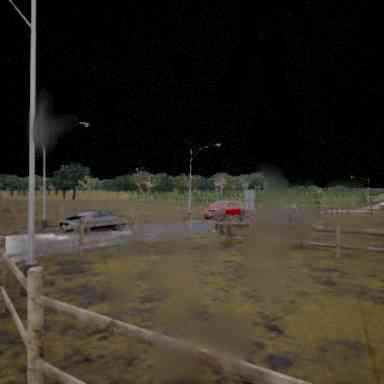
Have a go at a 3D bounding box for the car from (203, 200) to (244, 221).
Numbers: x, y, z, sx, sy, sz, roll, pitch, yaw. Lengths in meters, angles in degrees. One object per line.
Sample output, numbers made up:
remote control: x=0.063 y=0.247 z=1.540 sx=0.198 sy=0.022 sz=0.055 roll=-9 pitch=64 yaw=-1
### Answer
car: x=3.366 y=1.854 z=34.041 sx=2.150 sy=2.045 sz=5.566 roll=1 pitch=-1 yaw=35

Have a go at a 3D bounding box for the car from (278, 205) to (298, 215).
car: x=14.426 y=2.689 z=49.619 sx=1.837 sy=1.490 sz=4.892 roll=1 pitch=-1 yaw=35

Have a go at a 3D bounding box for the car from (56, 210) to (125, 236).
car: x=-6.145 y=1.825 z=20.506 sx=1.994 sy=1.385 sz=4.181 roll=1 pitch=0 yaw=35
